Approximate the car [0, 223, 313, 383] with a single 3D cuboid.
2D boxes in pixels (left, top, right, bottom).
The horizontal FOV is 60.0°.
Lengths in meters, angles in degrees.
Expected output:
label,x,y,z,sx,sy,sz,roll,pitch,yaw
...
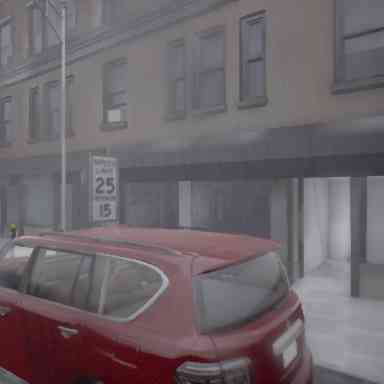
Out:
label,x,y,z,sx,sy,sz,roll,pitch,yaw
car,-1.191,1.314,3.931,5.009,1.841,2.192,0,0,36
